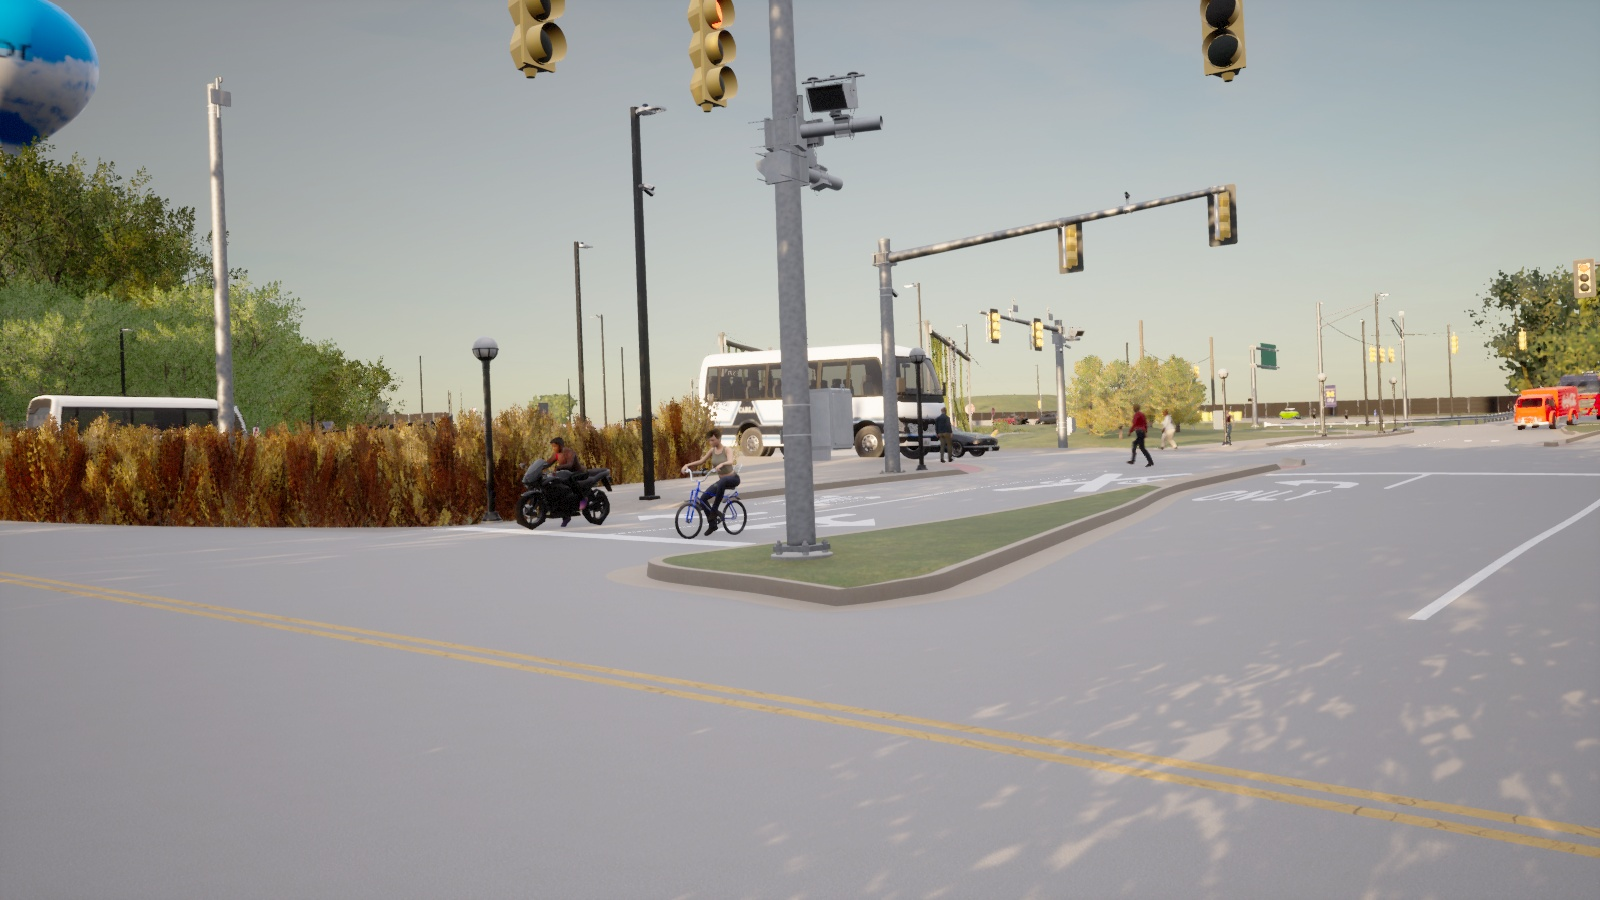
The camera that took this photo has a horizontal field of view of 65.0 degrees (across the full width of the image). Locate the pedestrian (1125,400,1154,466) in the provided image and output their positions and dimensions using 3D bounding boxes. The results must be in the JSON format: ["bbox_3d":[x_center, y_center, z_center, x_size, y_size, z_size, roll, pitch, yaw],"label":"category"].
[{"bbox_3d":[9.590,-0.478,35.466,0.636,1.846,0.331,-3,0,43],"label":"pedestrian"}]

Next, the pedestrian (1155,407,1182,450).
[{"bbox_3d":[16.111,-0.936,54.908,0.900,1.855,0.874,-3,0,27],"label":"pedestrian"}]

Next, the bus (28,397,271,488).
[{"bbox_3d":[-33.055,-0.418,64.342,3.944,4.253,10.273,-1,0,38],"label":"bus"}]

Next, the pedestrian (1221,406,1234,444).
[{"bbox_3d":[20.549,-1.205,60.298,0.345,1.836,0.594,-3,0,38],"label":"pedestrian"}]

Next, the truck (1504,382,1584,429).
[{"bbox_3d":[46.418,-2.774,78.310,5.204,2.467,2.627,-7,3,-41],"label":"truck"}]

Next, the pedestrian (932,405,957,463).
[{"bbox_3d":[4.702,-0.524,40.925,0.402,1.842,0.726,-3,0,40],"label":"pedestrian"}]

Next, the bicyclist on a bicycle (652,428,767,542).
[{"bbox_3d":[-1.329,0.497,18.664,0.866,1.612,1.509,-1,0,41],"label":"bicyclist on a bicycle"}]

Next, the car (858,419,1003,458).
[{"bbox_3d":[5.064,-0.437,49.106,5.357,1.411,2.033,0,1,37],"label":"car"}]

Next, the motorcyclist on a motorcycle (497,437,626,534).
[{"bbox_3d":[-3.960,0.558,20.982,0.797,1.523,2.044,-1,0,39],"label":"motorcyclist on a motorcycle"}]

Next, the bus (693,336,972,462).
[{"bbox_3d":[1.022,-1.756,47.453,10.273,4.253,3.944,0,1,41],"label":"bus"}]
